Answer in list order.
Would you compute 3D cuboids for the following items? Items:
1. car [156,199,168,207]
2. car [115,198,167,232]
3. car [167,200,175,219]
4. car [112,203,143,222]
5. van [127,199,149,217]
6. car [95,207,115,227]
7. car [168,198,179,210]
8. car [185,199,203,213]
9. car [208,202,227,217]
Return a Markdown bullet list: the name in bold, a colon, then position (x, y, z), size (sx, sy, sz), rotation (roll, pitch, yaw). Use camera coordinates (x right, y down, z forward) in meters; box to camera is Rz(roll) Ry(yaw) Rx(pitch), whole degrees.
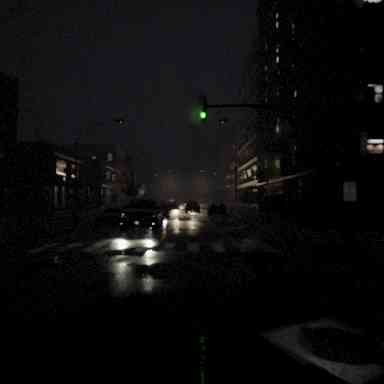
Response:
- **car**: position (-5.713, 2.119, 64.086), size (1.802, 1.307, 4.206), rotation (1, 0, 0)
- **car**: position (-3.106, 1.402, 21.605), size (2.150, 2.045, 5.566), rotation (0, 0, 0)
- **car**: position (-3.104, 1.823, 32.891), size (2.033, 1.411, 5.357), rotation (0, 0, 0)
- **car**: position (-5.694, 1.795, 29.967), size (1.887, 1.381, 4.507), rotation (1, 0, 0)
- **van**: position (-5.693, 1.639, 35.656), size (1.690, 1.788, 3.998), rotation (1, 0, 0)
- **car**: position (-5.767, 1.748, 24.285), size (1.887, 1.381, 4.507), rotation (1, 0, 0)
- **car**: position (-3.076, 1.989, 50.816), size (1.994, 1.385, 4.181), rotation (0, -1, 1)
- **car**: position (0.075, 1.959, 42.821), size (1.895, 1.301, 4.718), rotation (0, 0, 0)
- **car**: position (2.685, 1.739, 35.720), size (1.967, 1.590, 4.097), rotation (1, 0, 0)
